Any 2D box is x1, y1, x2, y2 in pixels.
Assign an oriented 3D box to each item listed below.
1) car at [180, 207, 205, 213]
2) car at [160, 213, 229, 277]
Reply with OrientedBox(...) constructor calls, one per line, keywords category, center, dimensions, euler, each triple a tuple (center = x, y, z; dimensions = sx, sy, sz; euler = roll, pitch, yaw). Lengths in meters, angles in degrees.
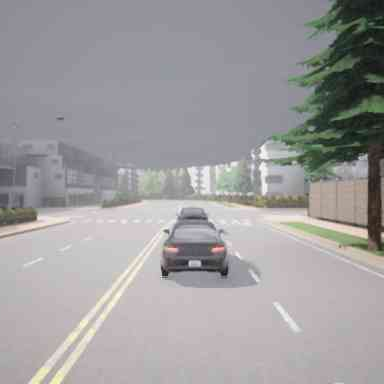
OrientedBox(category="car", center=(0.046, 1.654, 19.880), dimensions=(1.837, 1.490, 4.892), euler=(0, 0, 0))
OrientedBox(category="car", center=(0.068, 1.605, 10.384), dimensions=(1.812, 1.442, 4.674), euler=(0, -1, 0))
